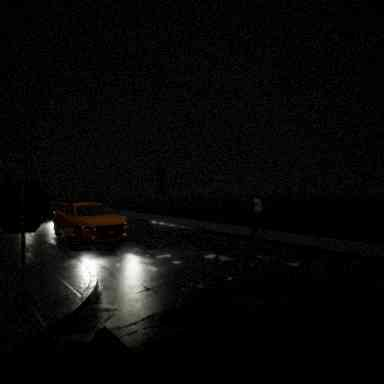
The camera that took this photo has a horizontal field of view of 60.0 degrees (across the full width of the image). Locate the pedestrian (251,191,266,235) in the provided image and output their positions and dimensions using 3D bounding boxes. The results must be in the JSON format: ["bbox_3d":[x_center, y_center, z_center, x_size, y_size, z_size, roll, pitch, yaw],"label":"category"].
[{"bbox_3d":[2.636,0.781,13.389,0.375,1.860,0.375,-1,0,-36],"label":"pedestrian"}]

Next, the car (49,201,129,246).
[{"bbox_3d":[-4.360,1.168,13.932,1.882,1.535,5.008,-1,2,-36],"label":"car"}]

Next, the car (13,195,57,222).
[{"bbox_3d":[-10.985,1.019,23.038,1.882,1.535,5.008,-1,2,-36],"label":"car"}]
